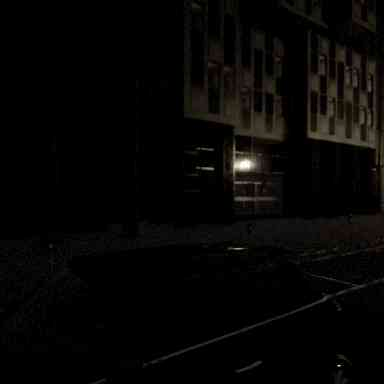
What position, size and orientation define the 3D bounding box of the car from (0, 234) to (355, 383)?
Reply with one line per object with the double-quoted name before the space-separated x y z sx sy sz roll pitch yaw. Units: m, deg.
"car" -0.592 1.356 2.956 4.553 1.767 2.097 0 0 -36
